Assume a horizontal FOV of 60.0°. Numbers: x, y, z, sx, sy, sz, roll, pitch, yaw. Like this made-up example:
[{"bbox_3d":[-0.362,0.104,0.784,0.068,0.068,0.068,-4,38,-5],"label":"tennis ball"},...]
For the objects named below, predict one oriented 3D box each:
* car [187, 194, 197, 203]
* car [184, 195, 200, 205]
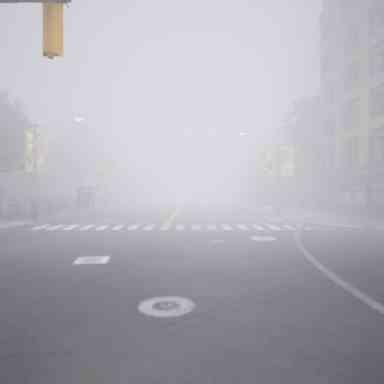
[{"bbox_3d":[0.022,1.468,76.514,2.097,1.767,4.553,0,0,1],"label":"car"},{"bbox_3d":[0.015,1.641,61.966,2.033,1.411,5.357,0,0,0],"label":"car"}]
